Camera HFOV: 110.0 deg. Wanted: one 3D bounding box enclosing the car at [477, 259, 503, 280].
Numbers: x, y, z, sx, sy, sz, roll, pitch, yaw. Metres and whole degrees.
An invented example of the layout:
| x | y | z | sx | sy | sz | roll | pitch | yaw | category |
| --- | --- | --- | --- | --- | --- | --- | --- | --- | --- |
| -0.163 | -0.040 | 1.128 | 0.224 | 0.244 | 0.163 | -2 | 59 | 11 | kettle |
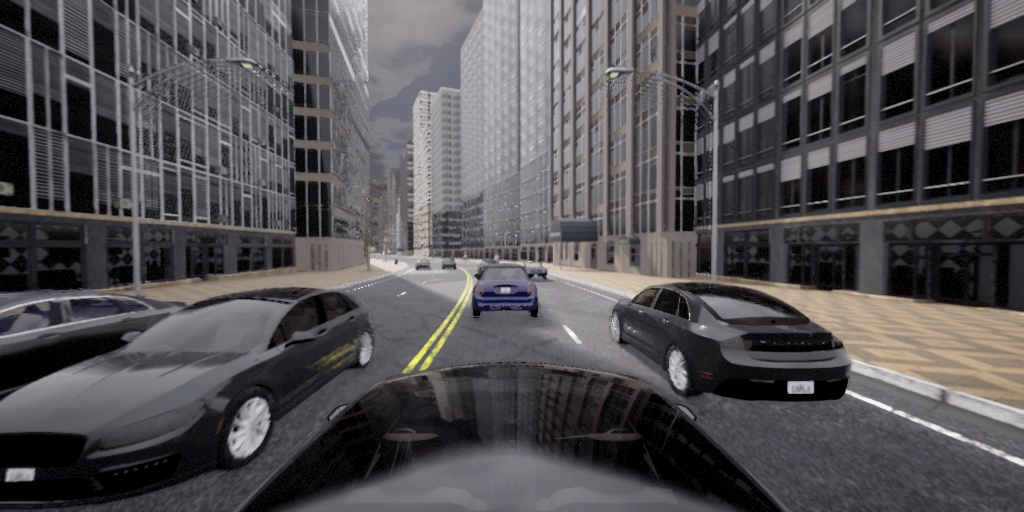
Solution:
| x | y | z | sx | sy | sz | roll | pitch | yaw | category |
| --- | --- | --- | --- | --- | --- | --- | --- | --- | --- |
| -1.956 | 1.084 | 30.705 | 1.837 | 1.490 | 4.892 | 0 | 0 | -7 | car |

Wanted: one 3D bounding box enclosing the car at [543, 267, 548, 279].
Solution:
| x | y | z | sx | sy | sz | roll | pitch | yaw | category |
| --- | --- | --- | --- | --- | --- | --- | --- | --- | --- |
| 1.531 | 1.174 | 29.216 | 1.895 | 1.301 | 4.718 | 0 | 0 | -7 | car |

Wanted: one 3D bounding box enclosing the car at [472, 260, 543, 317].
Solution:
| x | y | z | sx | sy | sz | roll | pitch | yaw | category |
| --- | --- | --- | --- | --- | --- | --- | --- | --- | --- |
| -0.302 | 1.037 | 12.988 | 2.097 | 1.767 | 4.553 | 0 | 0 | -3 | car |

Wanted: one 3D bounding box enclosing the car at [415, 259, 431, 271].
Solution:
| x | y | z | sx | sy | sz | roll | pitch | yaw | category |
| --- | --- | --- | --- | --- | --- | --- | --- | --- | --- |
| -11.285 | 1.078 | 45.828 | 2.033 | 1.411 | 5.357 | 0 | 0 | -11 | car |

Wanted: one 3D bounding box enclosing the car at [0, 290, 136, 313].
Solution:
| x | y | z | sx | sy | sz | roll | pitch | yaw | category |
| --- | --- | --- | --- | --- | --- | --- | --- | --- | --- |
| -6.688 | 1.242 | 4.528 | 2.128 | 1.511 | 4.902 | 0 | 0 | -1 | car |

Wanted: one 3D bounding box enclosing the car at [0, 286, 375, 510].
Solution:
| x | y | z | sx | sy | sz | roll | pitch | yaw | category |
| --- | --- | --- | --- | --- | --- | --- | --- | --- | --- |
| -3.444 | 1.245 | 4.898 | 1.837 | 1.490 | 4.892 | 0 | 0 | -1 | car |

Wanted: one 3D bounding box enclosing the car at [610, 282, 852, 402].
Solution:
| x | y | z | sx | sy | sz | roll | pitch | yaw | category |
| --- | --- | --- | --- | --- | --- | --- | --- | --- | --- |
| 3.214 | 1.219 | 6.464 | 1.837 | 1.490 | 4.892 | 0 | 0 | -1 | car |

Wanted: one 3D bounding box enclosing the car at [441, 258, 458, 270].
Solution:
| x | y | z | sx | sy | sz | roll | pitch | yaw | category |
| --- | --- | --- | --- | --- | --- | --- | --- | --- | --- |
| -8.257 | 1.008 | 47.105 | 1.837 | 1.490 | 4.892 | 0 | 1 | -12 | car |
